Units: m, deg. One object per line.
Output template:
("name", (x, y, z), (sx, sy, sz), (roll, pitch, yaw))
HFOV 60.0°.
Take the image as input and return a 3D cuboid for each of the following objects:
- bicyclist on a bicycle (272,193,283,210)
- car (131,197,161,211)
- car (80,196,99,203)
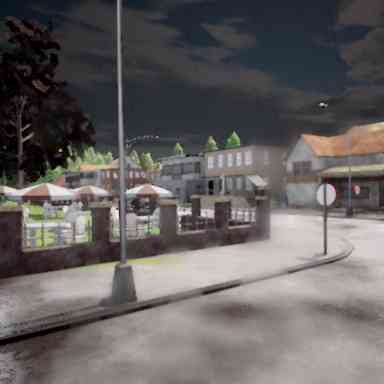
("bicyclist on a bicycle", (8.211, 0.953, 31.967), (1.656, 1.620, 0.582), (-1, 1, -36))
("car", (-4.819, 1.285, 35.768), (2.033, 1.411, 5.357), (-1, 1, -36))
("car", (-15.534, 1.102, 50.925), (2.097, 1.767, 4.553), (-1, 1, -36))
